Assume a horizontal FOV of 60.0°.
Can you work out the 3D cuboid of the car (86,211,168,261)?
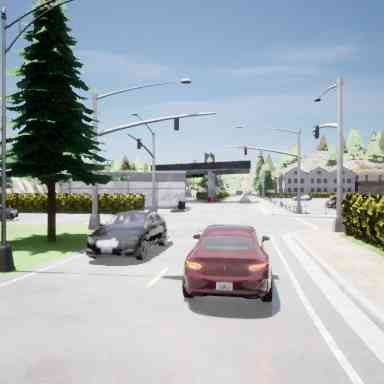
[{"bbox_3d":[-2.201,1.491,12.463,2.128,1.511,4.902,0,0,9],"label":"car"}]

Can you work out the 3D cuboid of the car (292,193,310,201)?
[{"bbox_3d":[24.904,1.360,75.861,3.806,1.475,1.970,0,0,9],"label":"car"}]

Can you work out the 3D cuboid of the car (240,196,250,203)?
[{"bbox_3d":[10.850,1.526,68.071,1.812,1.442,4.674,0,0,10],"label":"car"}]

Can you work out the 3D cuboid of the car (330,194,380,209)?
[{"bbox_3d":[19.084,1.339,38.922,4.514,1.523,2.007,0,0,9],"label":"car"}]

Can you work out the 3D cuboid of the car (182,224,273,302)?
[{"bbox_3d":[0.940,1.526,8.241,1.812,1.442,4.674,0,0,9],"label":"car"}]

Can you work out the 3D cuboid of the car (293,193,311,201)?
[{"bbox_3d":[26.034,1.076,79.047,3.866,1.878,1.905,0,0,9],"label":"car"}]

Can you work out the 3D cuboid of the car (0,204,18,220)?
[{"bbox_3d":[-16.208,1.491,26.272,4.902,1.511,2.128,0,0,9],"label":"car"}]

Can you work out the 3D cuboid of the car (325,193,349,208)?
[{"bbox_3d":[19.529,1.330,42.028,5.027,1.636,2.152,0,0,9],"label":"car"}]

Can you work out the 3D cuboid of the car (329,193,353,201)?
[{"bbox_3d":[33.283,1.097,74.555,4.605,1.855,1.932,0,0,9],"label":"car"}]
